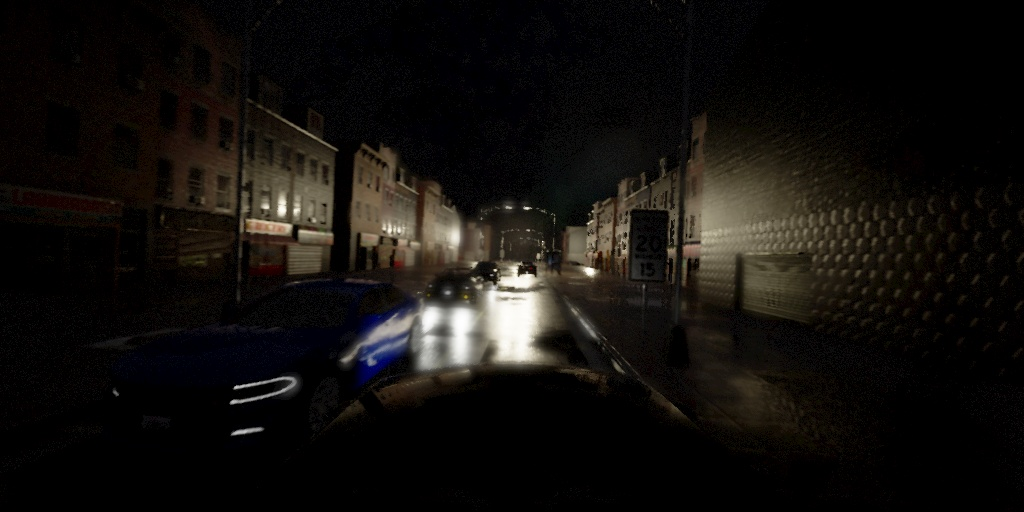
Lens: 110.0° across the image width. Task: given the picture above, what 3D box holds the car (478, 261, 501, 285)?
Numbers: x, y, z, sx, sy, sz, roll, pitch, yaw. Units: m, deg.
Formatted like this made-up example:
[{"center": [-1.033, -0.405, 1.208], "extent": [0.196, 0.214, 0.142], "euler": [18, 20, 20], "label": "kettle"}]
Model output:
[{"center": [-1.827, 1.146, 25.598], "extent": [1.837, 1.490, 4.892], "euler": [3, 0, 3], "label": "car"}]

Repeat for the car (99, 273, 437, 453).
[{"center": [-2.792, 1.098, 5.432], "extent": [1.882, 1.535, 5.008], "euler": [3, 0, 3], "label": "car"}]

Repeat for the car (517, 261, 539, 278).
[{"center": [1.516, 1.286, 35.168], "extent": [1.837, 1.490, 4.892], "euler": [3, 0, 3], "label": "car"}]

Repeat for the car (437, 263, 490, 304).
[{"center": [-2.322, 1.194, 15.443], "extent": [1.994, 1.385, 4.181], "euler": [3, 0, 3], "label": "car"}]
